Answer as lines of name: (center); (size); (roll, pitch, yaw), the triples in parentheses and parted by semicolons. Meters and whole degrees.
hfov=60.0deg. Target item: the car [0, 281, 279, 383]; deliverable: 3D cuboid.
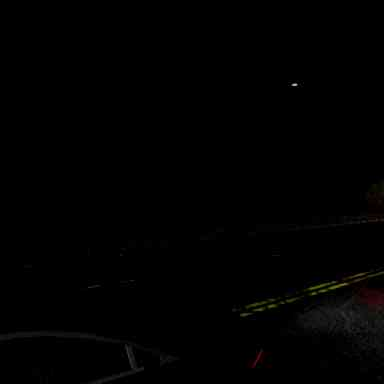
car: (-1.397, 1.492, 2.466); (4.902, 1.511, 2.128); (0, 0, -36)
